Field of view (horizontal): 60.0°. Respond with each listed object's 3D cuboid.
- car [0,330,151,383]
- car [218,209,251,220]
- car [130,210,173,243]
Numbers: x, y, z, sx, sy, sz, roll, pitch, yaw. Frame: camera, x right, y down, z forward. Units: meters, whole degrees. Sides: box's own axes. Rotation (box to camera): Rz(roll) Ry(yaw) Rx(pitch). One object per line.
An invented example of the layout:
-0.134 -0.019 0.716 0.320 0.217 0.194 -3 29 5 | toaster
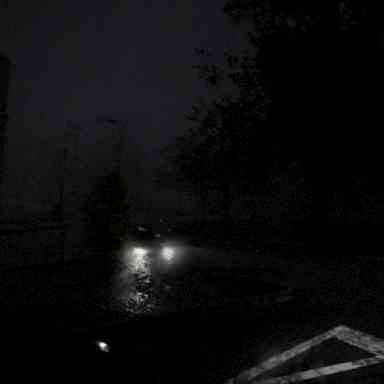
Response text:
-2.413 1.477 1.429 4.902 1.511 2.128 0 0 -36 | car
6.313 3.221 49.143 5.008 1.535 1.882 4 -3 -23 | car
-2.660 1.665 16.805 1.812 1.442 4.674 4 -2 -31 | car
